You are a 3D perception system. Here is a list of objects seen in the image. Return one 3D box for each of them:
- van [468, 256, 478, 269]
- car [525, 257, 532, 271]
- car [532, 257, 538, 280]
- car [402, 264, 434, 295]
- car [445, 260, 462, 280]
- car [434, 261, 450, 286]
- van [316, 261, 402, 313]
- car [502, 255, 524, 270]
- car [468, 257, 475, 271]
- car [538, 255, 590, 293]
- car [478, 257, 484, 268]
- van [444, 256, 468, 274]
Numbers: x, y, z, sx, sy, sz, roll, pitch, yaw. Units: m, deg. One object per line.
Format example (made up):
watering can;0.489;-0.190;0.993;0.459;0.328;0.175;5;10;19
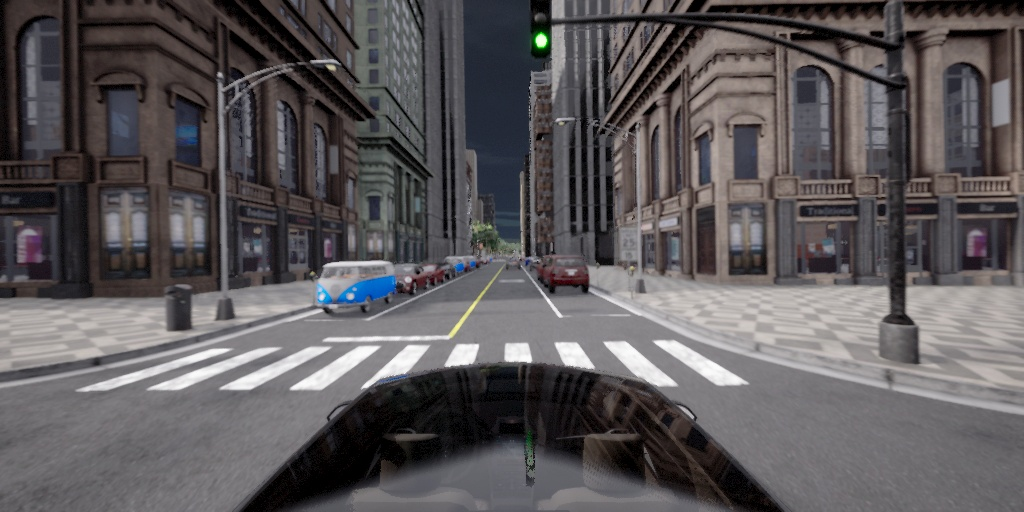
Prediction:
van;-5.703;0.912;46.304;1.690;1.789;3.998;0;0;0
car;2.813;1.000;40.857;2.007;1.370;4.403;0;0;0
car;2.790;0.851;24.535;2.192;1.841;5.009;0;0;0
car;-5.742;1.157;19.098;1.967;1.591;4.097;0;0;0
car;-5.726;1.223;29.980;1.948;1.339;4.313;0;0;0
car;-5.734;1.232;24.539;1.888;1.381;4.507;0;0;0
van;-5.750;1.089;13.658;1.690;1.789;3.998;0;0;0
car;0.145;0.958;46.543;2.128;1.511;4.902;-1;0;0
car;-5.711;1.145;40.863;1.888;1.381;4.507;0;0;0
car;2.782;0.881;19.094;2.192;1.841;5.009;0;0;0
car;-5.695;0.857;51.746;2.192;1.841;5.009;0;0;0
van;-5.719;0.970;35.422;1.690;1.789;3.998;0;0;0
